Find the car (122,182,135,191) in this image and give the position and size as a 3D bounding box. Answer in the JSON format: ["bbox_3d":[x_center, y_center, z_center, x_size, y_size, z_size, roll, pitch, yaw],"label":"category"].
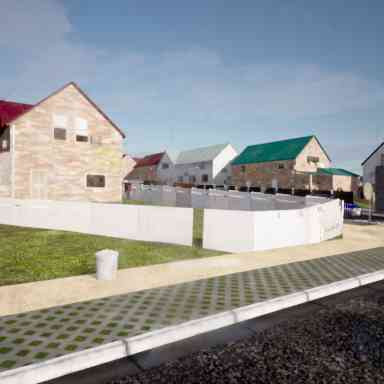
[{"bbox_3d":[-11.405,-0.953,57.622,1.812,1.442,4.674,1,2,-34],"label":"car"}]

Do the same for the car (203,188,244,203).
[{"bbox_3d":[2.858,0.399,31.647,1.837,1.490,4.892,1,2,-35],"label":"car"}]

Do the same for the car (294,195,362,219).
[{"bbox_3d":[9.044,0.939,22.577,1.812,1.442,4.674,1,2,-34],"label":"car"}]

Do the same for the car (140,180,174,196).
[{"bbox_3d":[-4.432,-0.498,42.373,2.150,2.045,5.566,1,2,-34],"label":"car"}]

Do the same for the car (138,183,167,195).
[{"bbox_3d":[-5.935,-0.476,49.691,2.033,1.411,5.357,1,2,-34],"label":"car"}]
